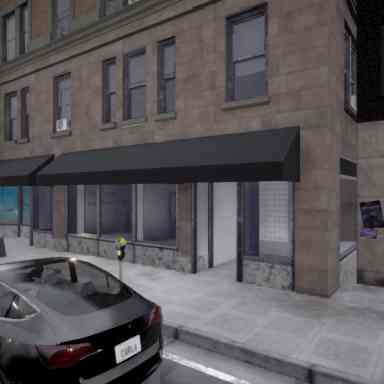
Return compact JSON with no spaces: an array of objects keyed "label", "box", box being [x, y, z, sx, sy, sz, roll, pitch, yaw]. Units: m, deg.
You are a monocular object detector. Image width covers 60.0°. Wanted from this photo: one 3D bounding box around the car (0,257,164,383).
[{"label":"car","box":[-2.314,1.566,4.451,4.313,1.339,1.947,0,0,35]}]
